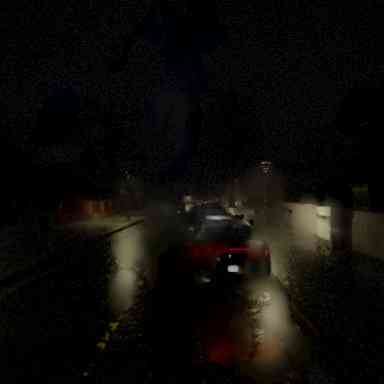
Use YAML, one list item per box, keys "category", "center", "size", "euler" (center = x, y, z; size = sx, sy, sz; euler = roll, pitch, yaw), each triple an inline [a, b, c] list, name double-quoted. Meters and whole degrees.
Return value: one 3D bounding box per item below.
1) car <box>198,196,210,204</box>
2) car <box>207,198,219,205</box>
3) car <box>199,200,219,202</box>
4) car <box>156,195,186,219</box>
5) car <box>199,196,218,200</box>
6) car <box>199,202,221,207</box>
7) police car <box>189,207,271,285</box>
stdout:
- category: "car"
  center: [2.614, 1.708, 71.784]
  size: [2.128, 1.511, 4.902]
  euler: [0, 0, 8]
- category: "car"
  center: [4.056, 1.765, 62.514]
  size: [1.895, 1.301, 4.718]
  euler: [0, 0, 7]
- category: "car"
  center: [1.545, 1.584, 25.520]
  size: [1.812, 1.442, 4.674]
  euler: [0, 0, 3]
- category: "car"
  center: [-1.822, 1.293, 30.382]
  size: [2.150, 2.045, 5.566]
  euler: [0, 0, 4]
- category: "car"
  center: [2.355, 1.606, 46.846]
  size: [2.128, 1.511, 4.902]
  euler: [0, 0, 6]
- category: "car"
  center: [1.259, 1.569, 19.552]
  size: [1.812, 1.442, 4.674]
  euler: [0, 0, 2]
- category: "police car"
  center: [0.942, 1.446, 9.711]
  size: [1.930, 1.638, 5.238]
  euler: [0, 0, 1]
